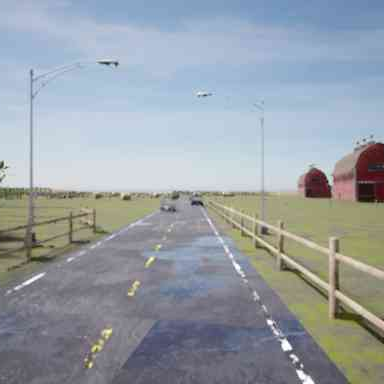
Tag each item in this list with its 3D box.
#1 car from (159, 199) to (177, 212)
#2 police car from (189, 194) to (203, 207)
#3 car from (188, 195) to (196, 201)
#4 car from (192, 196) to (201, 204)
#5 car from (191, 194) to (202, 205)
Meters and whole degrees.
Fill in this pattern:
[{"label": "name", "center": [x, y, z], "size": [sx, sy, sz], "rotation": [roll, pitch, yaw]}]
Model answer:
[{"label": "car", "center": [-2.818, 1.596, 39.713], "size": [2.128, 1.511, 4.902], "rotation": [0, 0, 0]}, {"label": "police car", "center": [0.850, 1.567, 54.971], "size": [1.930, 1.638, 5.238], "rotation": [0, 0, 0]}, {"label": "car", "center": [0.043, 1.609, 89.058], "size": [2.033, 1.411, 5.357], "rotation": [0, 0, 0]}, {"label": "car", "center": [0.857, 1.684, 70.861], "size": [1.837, 1.490, 4.892], "rotation": [0, 0, 0]}, {"label": "car", "center": [0.854, 1.389, 64.891], "size": [2.150, 2.045, 5.566], "rotation": [0, 0, 0]}]
